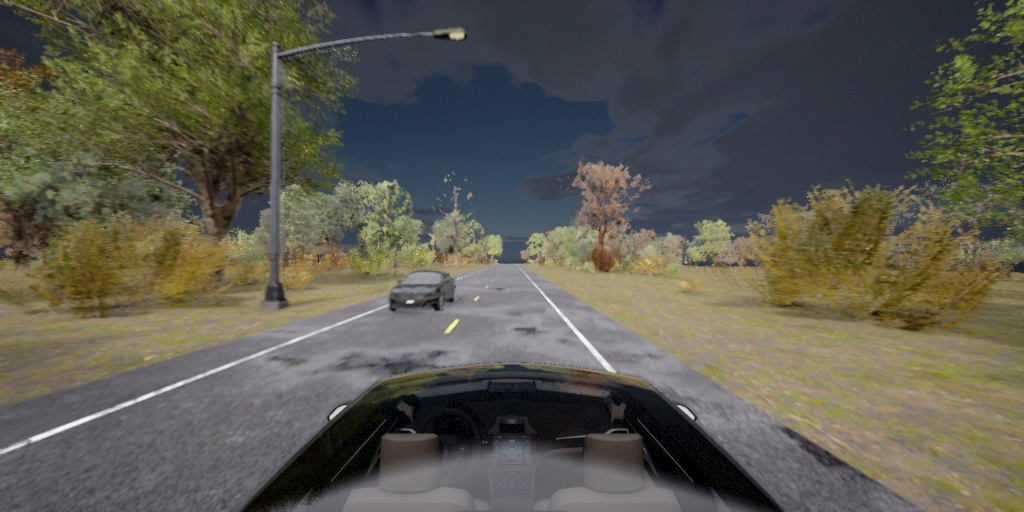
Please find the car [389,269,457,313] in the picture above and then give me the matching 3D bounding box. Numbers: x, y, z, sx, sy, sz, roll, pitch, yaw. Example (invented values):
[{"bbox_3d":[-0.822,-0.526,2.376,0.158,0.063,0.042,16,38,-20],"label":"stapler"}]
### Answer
[{"bbox_3d":[-3.501,1.320,14.827,1.882,1.535,5.008,0,0,0],"label":"car"}]
